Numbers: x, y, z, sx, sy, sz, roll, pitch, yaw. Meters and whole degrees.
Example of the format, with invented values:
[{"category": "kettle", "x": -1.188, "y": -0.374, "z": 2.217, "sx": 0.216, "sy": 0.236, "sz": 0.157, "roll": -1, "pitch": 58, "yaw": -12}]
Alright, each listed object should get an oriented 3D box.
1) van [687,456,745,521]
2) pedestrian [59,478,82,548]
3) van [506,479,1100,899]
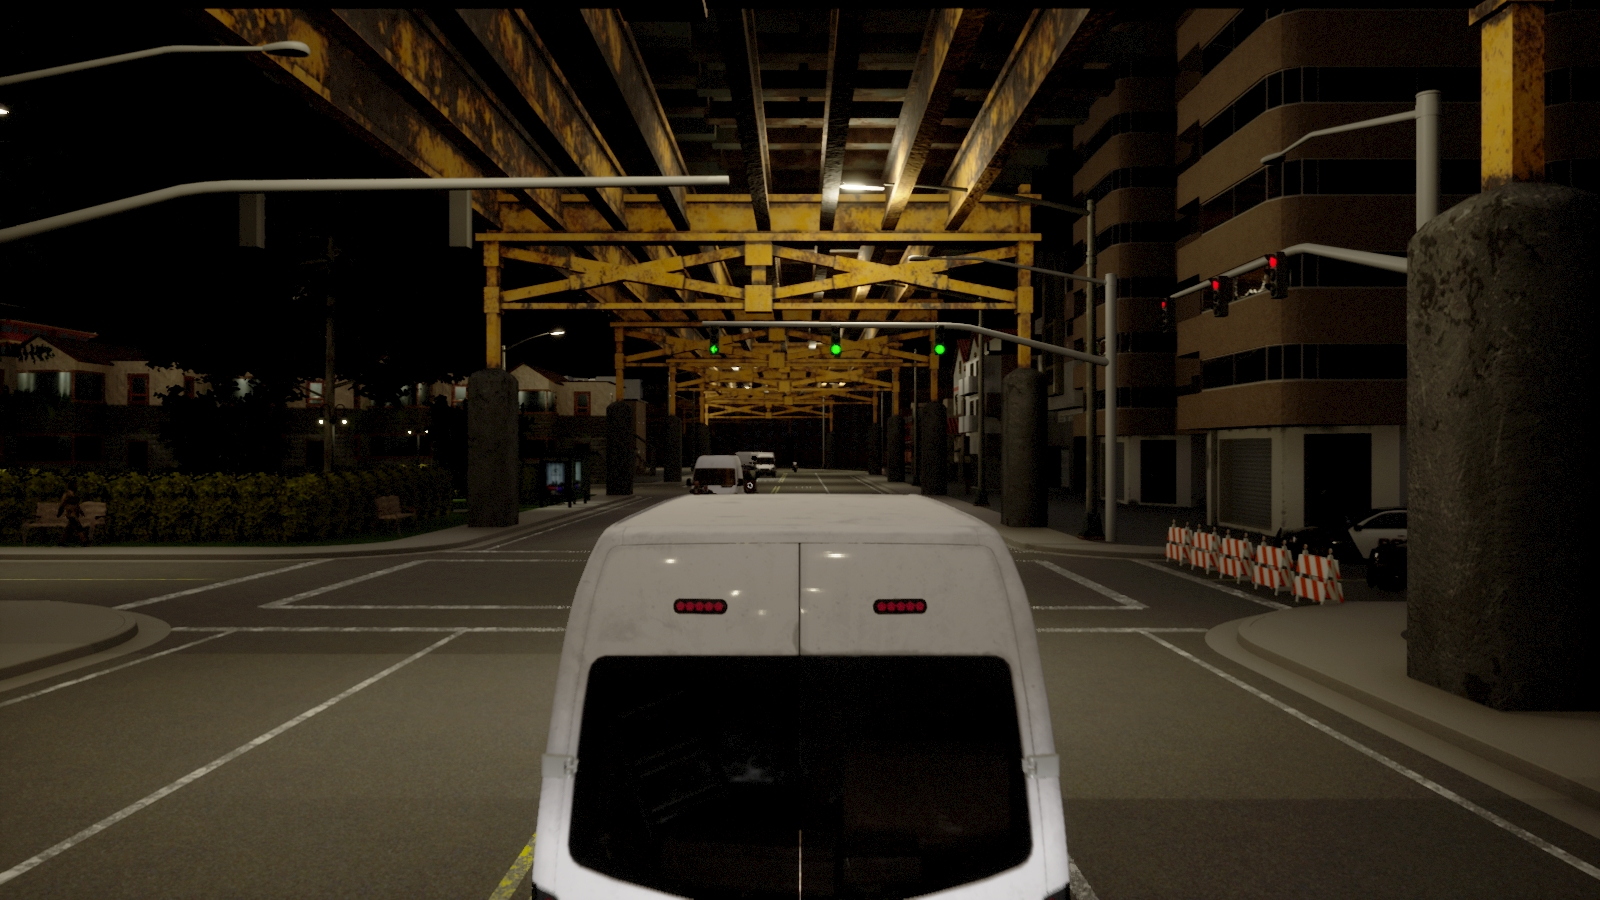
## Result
[{"category": "van", "x": -3.454, "y": 1.531, "z": 48.038, "sx": 1.988, "sy": 2.561, "sz": 5.915, "roll": 0, "pitch": 0, "yaw": 0}, {"category": "pedestrian", "x": -19.605, "y": 1.697, "z": 30.702, "sx": 0.375, "sy": 1.860, "sz": 0.375, "roll": 0, "pitch": 0, "yaw": 2}, {"category": "van", "x": 0.015, "y": 1.534, "z": 6.786, "sx": 1.988, "sy": 2.561, "sz": 5.915, "roll": 0, "pitch": 0, "yaw": 0}]
